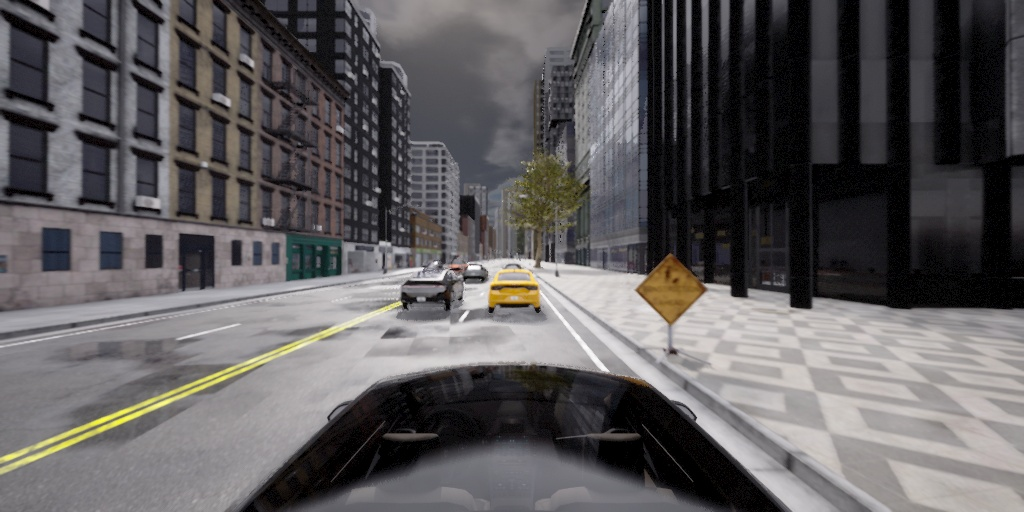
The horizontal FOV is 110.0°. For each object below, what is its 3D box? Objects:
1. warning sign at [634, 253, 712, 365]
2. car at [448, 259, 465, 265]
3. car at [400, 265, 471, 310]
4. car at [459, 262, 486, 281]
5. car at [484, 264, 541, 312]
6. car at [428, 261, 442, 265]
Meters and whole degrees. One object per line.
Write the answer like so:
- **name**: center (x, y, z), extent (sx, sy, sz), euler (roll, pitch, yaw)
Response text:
- **warning sign**: center (2.852, 0.884, 6.465), extent (1.300, 1.860, 1.060), euler (0, 0, 0)
- **car**: center (-6.582, 1.283, 43.502), extent (2.097, 1.767, 4.553), euler (0, 0, 0)
- **car**: center (-3.157, 1.295, 14.930), extent (2.128, 1.511, 4.902), euler (0, 0, 0)
- **car**: center (-3.153, 1.439, 31.227), extent (1.994, 1.385, 4.181), euler (0, 0, 0)
- **car**: center (0.090, 1.279, 14.634), extent (1.882, 1.535, 5.008), euler (0, 0, 0)
- **car**: center (-9.826, 1.430, 44.903), extent (2.128, 1.511, 4.902), euler (0, 0, 0)
